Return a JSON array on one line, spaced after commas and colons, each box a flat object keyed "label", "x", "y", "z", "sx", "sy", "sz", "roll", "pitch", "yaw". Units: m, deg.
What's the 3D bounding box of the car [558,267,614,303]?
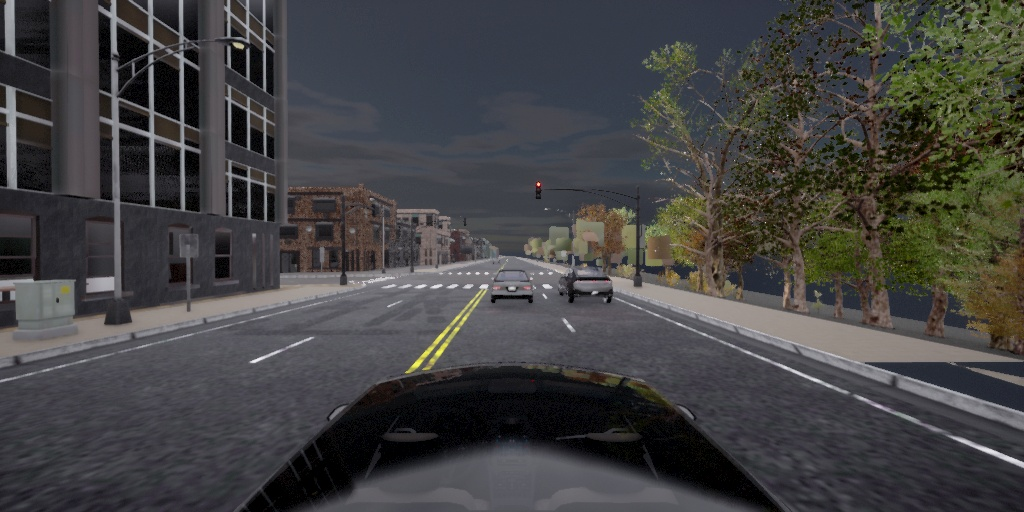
[{"label": "car", "x": 3.250, "y": 1.242, "z": 16.502, "sx": 2.128, "sy": 1.511, "sz": 4.902, "roll": 0, "pitch": 0, "yaw": 0}]

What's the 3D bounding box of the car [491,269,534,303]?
[{"label": "car", "x": 0.000, "y": 1.310, "z": 16.502, "sx": 2.033, "sy": 1.411, "sz": 5.357, "roll": 0, "pitch": 0, "yaw": 0}]
